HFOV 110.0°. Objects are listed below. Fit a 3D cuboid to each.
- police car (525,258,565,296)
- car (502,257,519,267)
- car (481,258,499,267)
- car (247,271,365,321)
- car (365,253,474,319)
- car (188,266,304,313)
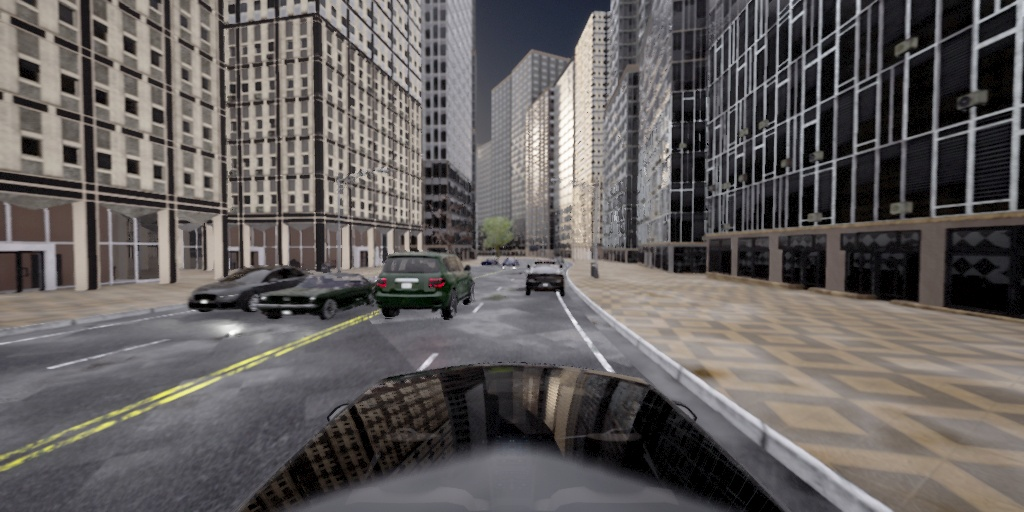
[{"bbox_3d":[1.713,1.084,18.786,1.930,1.638,5.238,0,0,5],"label":"police car"},{"bbox_3d":[-0.163,0.947,55.282,1.812,1.442,4.674,0,0,12],"label":"car"},{"bbox_3d":[-3.403,1.002,55.642,1.895,1.301,4.718,0,0,13],"label":"car"},{"bbox_3d":[-6.247,1.276,12.316,1.895,1.301,4.718,0,0,3],"label":"car"},{"bbox_3d":[-2.779,0.903,12.621,2.150,2.045,5.566,0,0,3],"label":"car"},{"bbox_3d":[-9.418,1.165,13.560,1.837,1.490,4.892,0,0,4],"label":"car"}]
